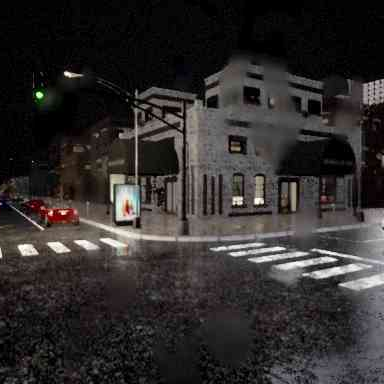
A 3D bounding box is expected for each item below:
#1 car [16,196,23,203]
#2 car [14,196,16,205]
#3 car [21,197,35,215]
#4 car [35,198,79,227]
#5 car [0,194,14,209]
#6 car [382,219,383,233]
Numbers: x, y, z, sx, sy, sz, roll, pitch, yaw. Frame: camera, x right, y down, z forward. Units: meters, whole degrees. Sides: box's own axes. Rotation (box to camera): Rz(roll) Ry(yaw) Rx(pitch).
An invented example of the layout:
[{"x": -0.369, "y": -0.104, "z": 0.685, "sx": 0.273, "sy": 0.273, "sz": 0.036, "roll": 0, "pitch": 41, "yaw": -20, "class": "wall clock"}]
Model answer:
[{"x": -17.475, "y": 1.319, "z": 35.934, "sx": 2.008, "sy": 1.369, "sz": 4.403, "roll": -1, "pitch": 1, "yaw": -31, "class": "car"}, {"x": -26.354, "y": 1.250, "z": 50.536, "sx": 2.008, "sy": 1.369, "sz": 4.403, "roll": -1, "pitch": 1, "yaw": -31, "class": "car"}, {"x": -14.514, "y": 1.374, "z": 31.067, "sx": 1.802, "sy": 1.307, "sz": 4.206, "roll": -1, "pitch": 1, "yaw": -31, "class": "car"}, {"x": -8.596, "y": 1.282, "z": 21.330, "sx": 1.967, "sy": 1.590, "sz": 4.097, "roll": -1, "pitch": 1, "yaw": -31, "class": "car"}, {"x": -23.363, "y": 1.322, "z": 40.643, "sx": 1.994, "sy": 1.385, "sz": 4.181, "roll": -1, "pitch": 0, "yaw": -31, "class": "car"}, {"x": 10.608, "y": 1.069, "z": 14.384, "sx": 5.566, "sy": 2.045, "sz": 2.150, "roll": 0, "pitch": 1, "yaw": -32, "class": "car"}]
